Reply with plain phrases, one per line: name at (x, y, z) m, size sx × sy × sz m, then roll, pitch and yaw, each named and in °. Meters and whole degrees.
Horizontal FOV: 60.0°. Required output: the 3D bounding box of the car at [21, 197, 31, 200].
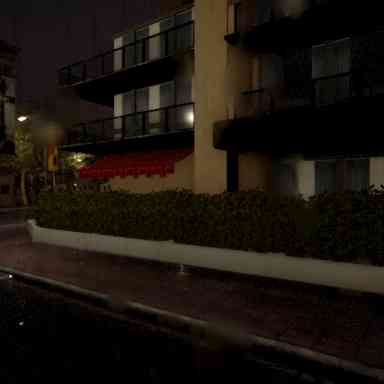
car at (-35.601, 1.480, 67.658) m, size 4.892 × 1.521 × 2.231 m, roll 0°, pitch 0°, yaw 36°
